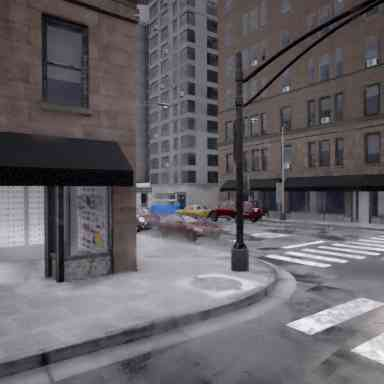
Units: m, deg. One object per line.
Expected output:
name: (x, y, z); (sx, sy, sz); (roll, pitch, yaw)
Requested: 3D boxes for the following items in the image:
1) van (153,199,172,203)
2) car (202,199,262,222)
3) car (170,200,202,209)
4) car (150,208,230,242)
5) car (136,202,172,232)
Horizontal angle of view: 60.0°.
van: (-2.973, 1.688, 36.009); (1.690, 1.788, 3.998); (-1, 0, -36)
car: (3.456, 1.521, 27.073); (2.192, 1.841, 5.009); (-1, 0, -36)
car: (0.147, 1.804, 31.679); (1.752, 1.417, 4.829); (-1, 0, -36)
car: (-0.242, 1.778, 17.626); (1.802, 1.307, 4.206); (-1, 0, -36)
car: (-3.460, 1.705, 22.093); (1.967, 1.590, 4.097); (-1, 0, -36)
